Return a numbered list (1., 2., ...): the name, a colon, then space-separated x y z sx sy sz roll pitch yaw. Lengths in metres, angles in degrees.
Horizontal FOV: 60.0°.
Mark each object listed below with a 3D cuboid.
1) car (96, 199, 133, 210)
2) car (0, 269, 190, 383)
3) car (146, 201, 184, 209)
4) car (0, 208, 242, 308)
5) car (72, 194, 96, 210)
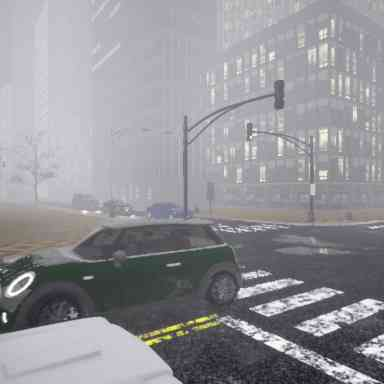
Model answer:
1. car: -7.744 1.497 34.268 2.128 1.511 4.902 0 0 -35
2. car: -2.256 1.601 1.834 4.718 1.301 1.895 0 0 -36
3. car: -1.767 1.484 25.807 1.882 1.535 5.008 0 0 -36
4. car: -1.294 1.352 6.499 4.553 1.767 2.097 0 0 -30
5. car: -13.832 1.227 42.908 2.150 2.045 5.566 0 0 -35
